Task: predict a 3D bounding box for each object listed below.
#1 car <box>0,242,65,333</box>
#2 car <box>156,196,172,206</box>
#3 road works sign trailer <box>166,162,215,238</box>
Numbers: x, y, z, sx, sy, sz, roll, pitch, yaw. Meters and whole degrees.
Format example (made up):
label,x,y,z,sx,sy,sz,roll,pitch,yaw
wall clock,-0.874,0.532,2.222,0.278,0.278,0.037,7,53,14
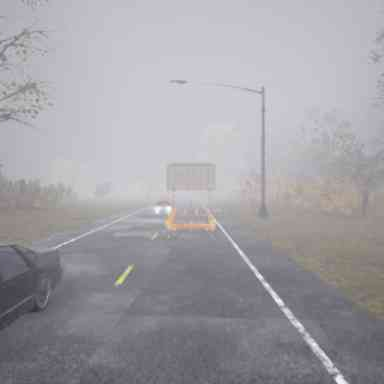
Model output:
label,x,y,z,sx,sy,sz,roll,pitch,yaw
car,-3.604,1.507,4.784,2.033,1.411,5.357,0,0,0
car,-3.793,1.215,45.743,1.895,1.301,4.718,0,0,0
road works sign trailer,-0.030,0.323,16.671,2.380,3.560,2.880,0,0,1
